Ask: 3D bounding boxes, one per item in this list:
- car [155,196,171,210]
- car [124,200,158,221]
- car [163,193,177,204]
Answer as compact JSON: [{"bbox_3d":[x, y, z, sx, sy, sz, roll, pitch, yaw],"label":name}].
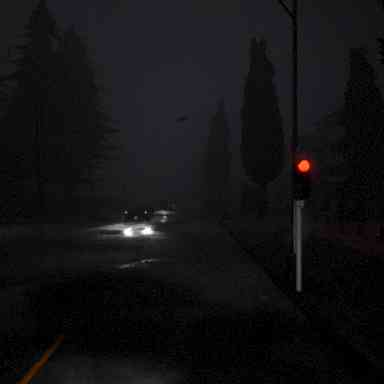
[{"bbox_3d":[-4.125,1.571,41.922,1.895,1.301,4.718,0,0,0],"label":"car"},{"bbox_3d":[-4.121,1.582,26.601,1.895,1.301,4.718,0,0,0],"label":"car"},{"bbox_3d":[-4.058,1.178,63.660,2.150,2.045,5.566,0,0,1],"label":"car"}]
